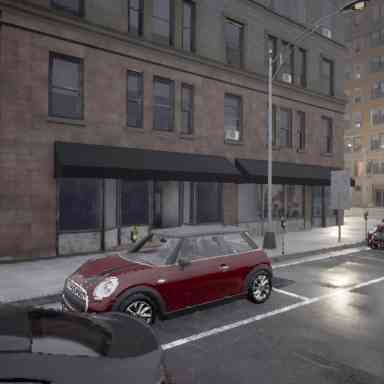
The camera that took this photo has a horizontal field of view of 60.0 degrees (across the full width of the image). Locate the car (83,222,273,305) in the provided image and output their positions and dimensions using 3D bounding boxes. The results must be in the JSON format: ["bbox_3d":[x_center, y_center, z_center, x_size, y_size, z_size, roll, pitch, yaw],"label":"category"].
[{"bbox_3d":[-0.351,1.441,6.513,4.097,1.590,1.967,0,0,-36],"label":"car"}]

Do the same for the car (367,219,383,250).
[{"bbox_3d":[8.581,1.445,12.910,4.097,1.590,1.967,0,0,-36],"label":"car"}]

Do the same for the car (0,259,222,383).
[{"bbox_3d":[-2.232,1.525,1.776,4.674,1.442,1.812,0,0,-36],"label":"car"}]
